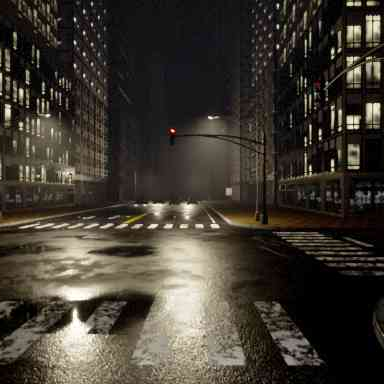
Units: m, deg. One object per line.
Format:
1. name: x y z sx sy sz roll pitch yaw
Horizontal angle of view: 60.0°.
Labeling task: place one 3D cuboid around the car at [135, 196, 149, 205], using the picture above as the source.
1. car: -9.655 1.492 64.384 2.097 1.767 4.553 0 0 0

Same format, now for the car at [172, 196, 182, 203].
1. car: -3.146 1.549 70.178 1.994 1.385 4.181 0 0 0

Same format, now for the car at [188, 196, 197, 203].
1. car: 0.105 1.609 70.619 1.895 1.301 4.718 0 0 0

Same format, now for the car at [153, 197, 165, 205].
1. car: -6.405 1.704 64.349 1.994 1.385 4.181 0 0 0

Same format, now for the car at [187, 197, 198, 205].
1. car: 0.089 1.671 60.171 2.033 1.411 5.357 0 0 0

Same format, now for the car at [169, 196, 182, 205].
1. car: -3.161 1.669 59.759 2.033 1.411 5.357 0 0 0
